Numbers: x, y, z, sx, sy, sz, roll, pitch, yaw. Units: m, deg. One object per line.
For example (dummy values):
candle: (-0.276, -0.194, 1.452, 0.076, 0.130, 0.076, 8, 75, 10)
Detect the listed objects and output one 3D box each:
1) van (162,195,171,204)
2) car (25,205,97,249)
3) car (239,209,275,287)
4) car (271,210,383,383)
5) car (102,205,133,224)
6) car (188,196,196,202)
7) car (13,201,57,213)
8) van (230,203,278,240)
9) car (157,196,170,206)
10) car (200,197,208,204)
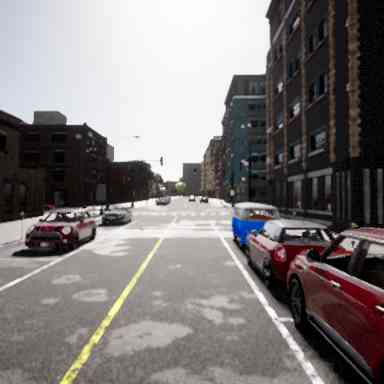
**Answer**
van: (-5.664, 1.707, 74.956, 1.690, 1.788, 3.998, 1, 0, 0)
car: (-5.672, 1.514, 14.818, 1.967, 1.590, 4.097, 1, 0, 0)
car: (2.707, 1.487, 9.402, 1.967, 1.590, 4.097, 1, 0, 0)
car: (2.708, 1.335, 3.995, 2.192, 1.841, 5.009, 1, 0, 0)
car: (-5.674, 1.678, 25.631, 2.008, 1.369, 4.403, 1, 0, 0)
car: (0.010, 1.983, 90.423, 1.994, 1.385, 4.181, 0, 0, 0)
car: (-19.295, 1.816, 40.886, 4.507, 1.381, 1.887, 0, -1, 1)
van: (2.709, 1.414, 14.809, 1.690, 1.788, 3.998, 1, 0, 0)
car: (-5.746, 1.855, 63.586, 1.887, 1.381, 4.507, 1, 0, 0)
car: (2.714, 1.805, 75.015, 1.967, 1.590, 4.097, 1, 0, 0)
